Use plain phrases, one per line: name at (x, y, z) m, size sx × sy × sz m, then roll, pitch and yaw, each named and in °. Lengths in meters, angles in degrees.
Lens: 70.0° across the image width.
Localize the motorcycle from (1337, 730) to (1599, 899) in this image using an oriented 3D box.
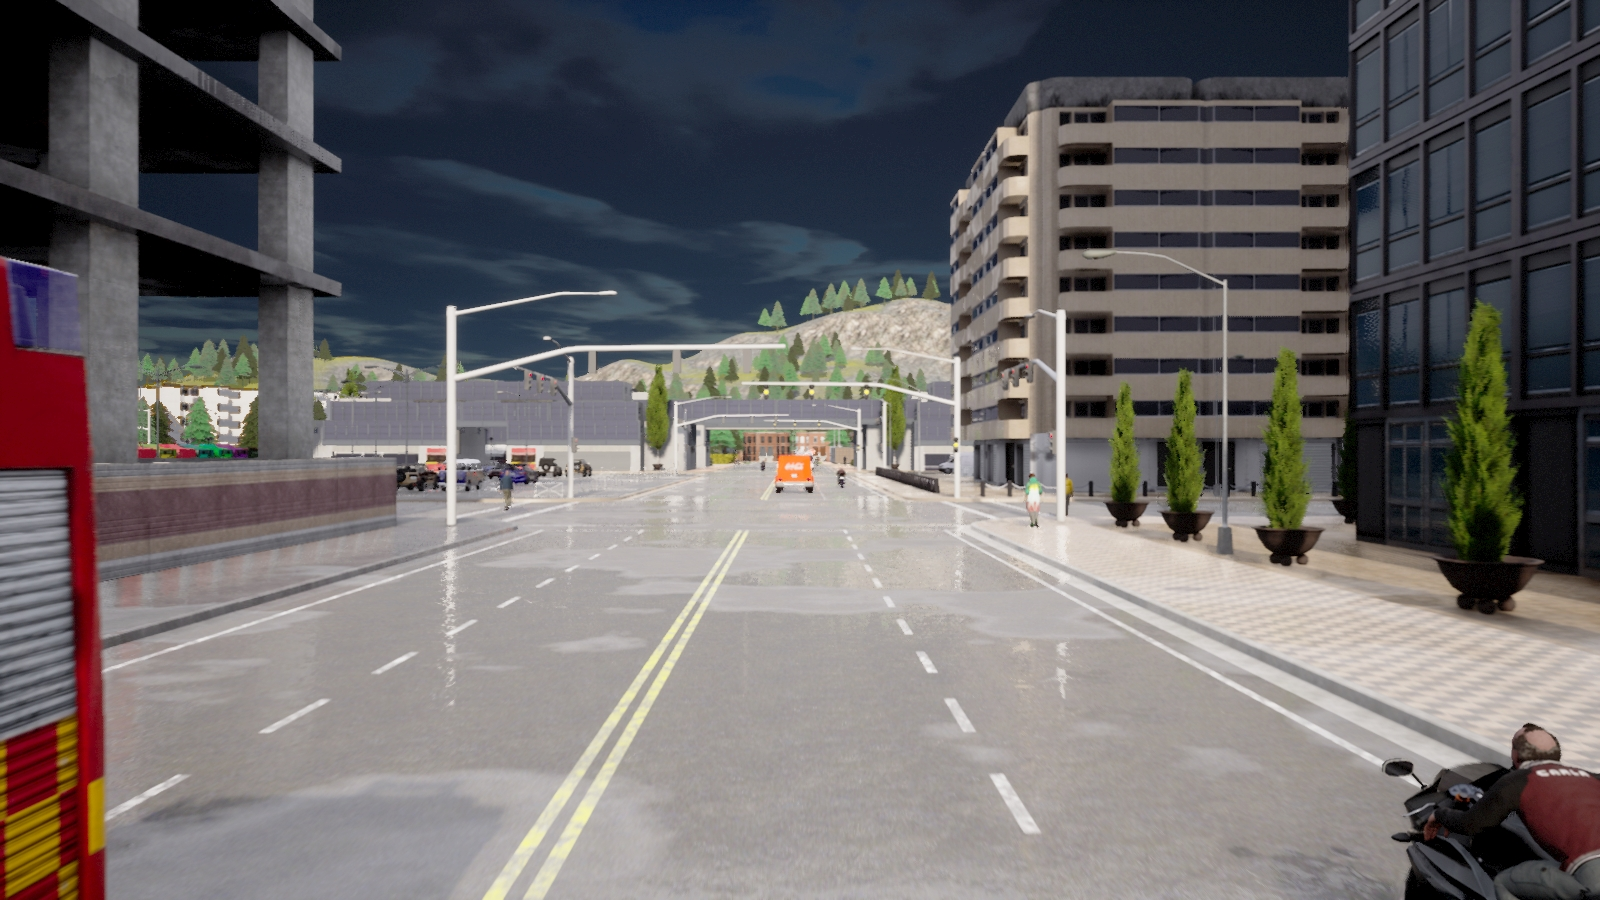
motorcycle at (3.467, 2.205, 5.338) m, size 0.867 × 1.251 × 2.209 m, roll 0°, pitch 0°, yaw 0°

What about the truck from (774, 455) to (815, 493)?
truck at (-0.374, 1.566, 76.880) m, size 2.627 × 2.467 × 5.204 m, roll 0°, pitch 0°, yaw 0°

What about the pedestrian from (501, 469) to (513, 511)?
pedestrian at (-13.069, 1.792, 50.945) m, size 0.375 × 1.860 × 0.375 m, roll 0°, pitch 0°, yaw 7°

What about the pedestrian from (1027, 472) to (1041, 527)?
pedestrian at (7.966, 1.695, 38.903) m, size 0.375 × 1.860 × 0.375 m, roll 0°, pitch 0°, yaw -4°

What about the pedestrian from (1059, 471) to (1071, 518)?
pedestrian at (10.602, 1.792, 45.749) m, size 0.375 × 1.860 × 0.375 m, roll 0°, pitch 0°, yaw -5°

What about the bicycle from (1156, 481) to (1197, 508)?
bicycle at (17.908, 2.103, 54.379) m, size 1.835 × 1.271 × 0.329 m, roll 0°, pitch 0°, yaw 0°
